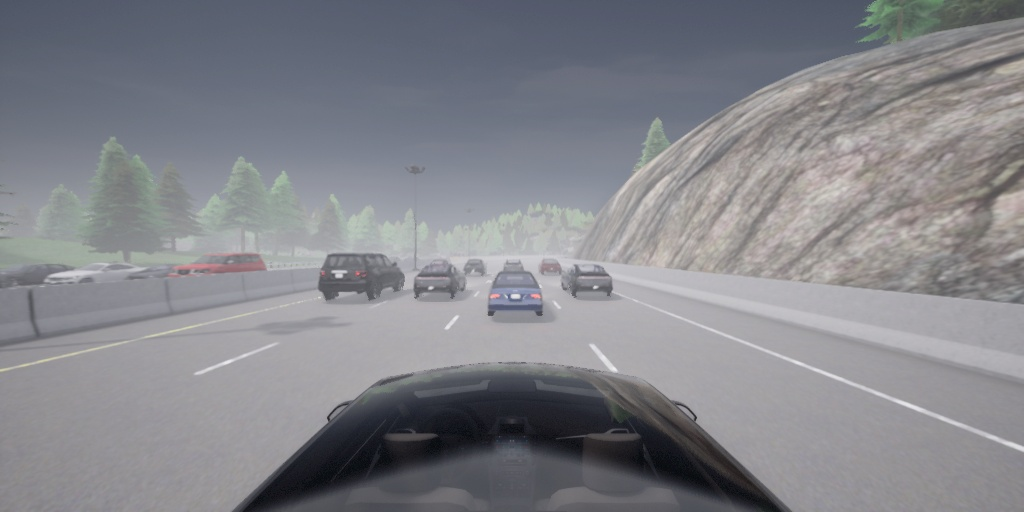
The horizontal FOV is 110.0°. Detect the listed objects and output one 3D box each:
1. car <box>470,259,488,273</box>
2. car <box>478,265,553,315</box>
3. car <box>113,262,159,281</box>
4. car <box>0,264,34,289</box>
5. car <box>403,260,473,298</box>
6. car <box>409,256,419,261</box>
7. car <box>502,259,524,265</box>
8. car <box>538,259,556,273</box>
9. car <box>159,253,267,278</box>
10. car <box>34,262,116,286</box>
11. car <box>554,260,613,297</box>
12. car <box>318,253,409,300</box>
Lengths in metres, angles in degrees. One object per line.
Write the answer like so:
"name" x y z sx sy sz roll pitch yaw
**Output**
"car" -3.386 1.025 33.595 1.837 1.490 4.892 0 0 0
"car" 0.103 1.216 13.056 2.033 1.411 5.357 0 0 0
"car" -21.090 1.160 22.073 1.994 1.385 4.181 0 0 0
"car" -28.092 1.147 21.080 2.033 1.411 5.357 0 0 0
"car" -3.394 1.127 17.466 2.128 1.511 4.902 0 0 0
"car" -17.423 0.805 62.036 2.128 1.511 4.902 0 0 2
"car" 0.114 1.014 33.486 2.128 1.511 4.902 0 0 0
"car" 3.615 0.990 35.049 1.882 1.535 5.008 0 0 0
"car" -17.590 0.820 21.866 2.150 2.045 5.566 0 0 0
"car" -24.591 1.124 21.564 1.812 1.442 4.674 0 0 0
"car" 3.606 1.127 17.855 2.128 1.511 4.902 0 0 0
"car" -6.894 0.859 16.987 2.150 2.045 5.566 0 0 0
